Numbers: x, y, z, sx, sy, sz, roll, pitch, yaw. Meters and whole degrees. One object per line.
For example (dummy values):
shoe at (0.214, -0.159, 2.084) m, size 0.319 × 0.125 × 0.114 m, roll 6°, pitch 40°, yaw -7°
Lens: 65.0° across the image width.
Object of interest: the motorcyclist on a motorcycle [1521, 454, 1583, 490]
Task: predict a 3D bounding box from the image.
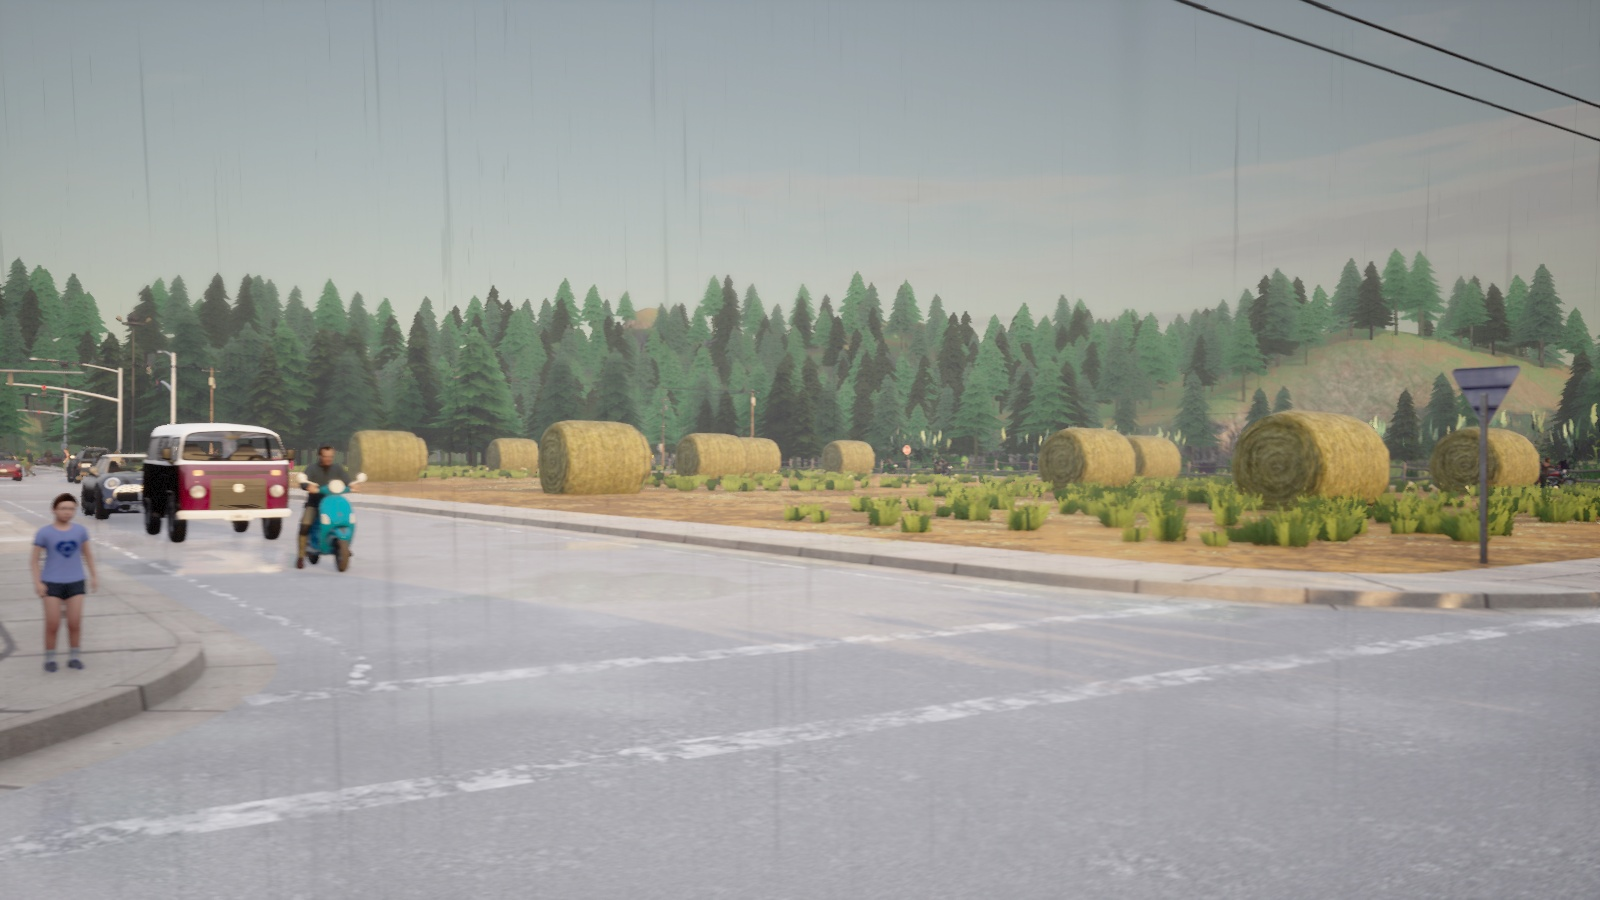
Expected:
motorcyclist on a motorcycle at (34.413, 0.994, 57.510) m, size 0.766 × 1.649 × 2.350 m, roll 0°, pitch 0°, yaw -32°

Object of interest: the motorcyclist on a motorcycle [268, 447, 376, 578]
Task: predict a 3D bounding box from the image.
motorcyclist on a motorcycle at (-6.204, 0.770, 16.257) m, size 0.866 × 1.590 × 1.817 m, roll 0°, pitch 0°, yaw -36°

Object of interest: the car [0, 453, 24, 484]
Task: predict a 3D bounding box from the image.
car at (-42.682, 0.989, 67.012) m, size 1.851 × 1.617 × 3.988 m, roll 0°, pitch -1°, yaw -36°

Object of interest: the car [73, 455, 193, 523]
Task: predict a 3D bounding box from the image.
car at (-15.671, 0.859, 29.430) m, size 1.970 × 1.475 × 3.806 m, roll 0°, pitch 0°, yaw -36°

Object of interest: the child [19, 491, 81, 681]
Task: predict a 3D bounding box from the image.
child at (-4.571, 0.808, 7.652) m, size 0.255 × 1.110 × 0.394 m, roll 0°, pitch 0°, yaw -41°

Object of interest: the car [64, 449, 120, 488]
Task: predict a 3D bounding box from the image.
car at (-35.790, 0.908, 63.421) m, size 1.932 × 1.855 × 4.605 m, roll 0°, pitch 0°, yaw -36°

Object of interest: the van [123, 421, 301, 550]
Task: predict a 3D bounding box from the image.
van at (-10.513, 0.575, 22.253) m, size 2.069 × 2.038 × 4.480 m, roll 0°, pitch 0°, yaw -36°
